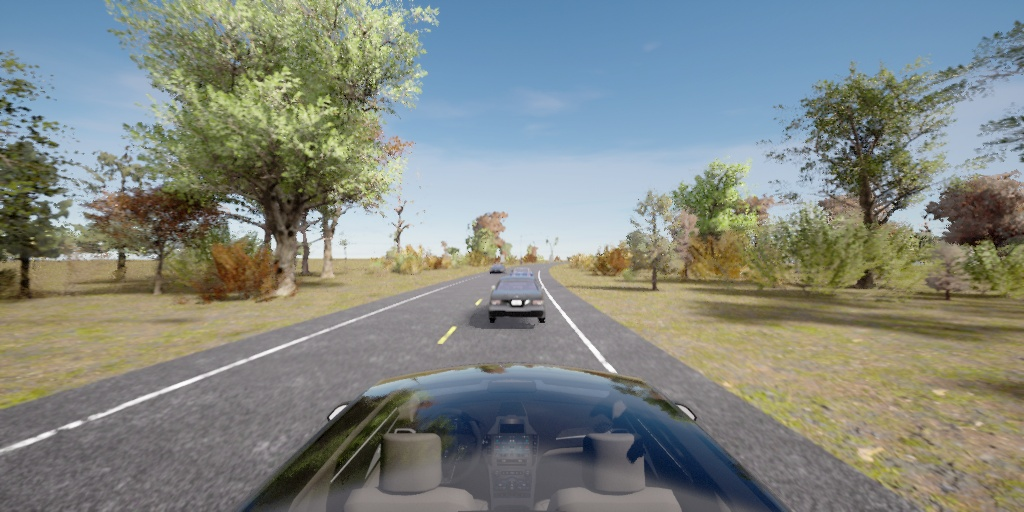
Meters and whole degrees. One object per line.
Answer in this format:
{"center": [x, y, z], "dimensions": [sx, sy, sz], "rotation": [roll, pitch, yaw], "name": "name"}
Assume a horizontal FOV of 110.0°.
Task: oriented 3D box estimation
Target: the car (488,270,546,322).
{"center": [0.201, 1.405, 12.804], "dimensions": [2.033, 1.411, 5.357], "rotation": [0, -1, 2], "name": "car"}

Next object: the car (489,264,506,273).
{"center": [-1.816, 1.728, 47.524], "dimensions": [2.033, 1.411, 5.357], "rotation": [0, -1, 4], "name": "car"}

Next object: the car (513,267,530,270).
{"center": [0.849, 1.631, 31.006], "dimensions": [1.895, 1.301, 4.718], "rotation": [0, -1, 3], "name": "car"}
